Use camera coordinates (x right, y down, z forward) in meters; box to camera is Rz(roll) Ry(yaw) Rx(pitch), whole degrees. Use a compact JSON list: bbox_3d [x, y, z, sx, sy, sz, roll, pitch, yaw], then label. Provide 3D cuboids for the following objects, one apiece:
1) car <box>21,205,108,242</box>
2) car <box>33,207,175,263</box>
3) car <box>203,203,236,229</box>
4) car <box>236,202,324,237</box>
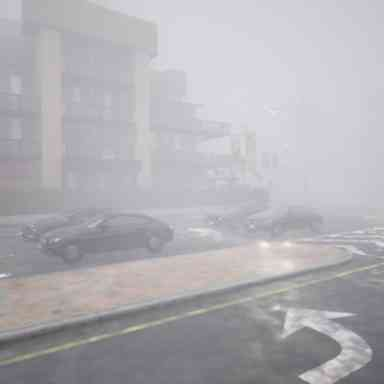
[{"bbox_3d":[-4.788,1.383,14.615,4.892,1.490,1.837,-1,1,-34],"label":"car"},{"bbox_3d":[-2.825,1.421,11.726,4.674,1.442,1.812,-1,1,-34],"label":"car"},{"bbox_3d":[3.303,1.314,20.044,5.357,1.411,2.033,-1,1,-33],"label":"car"},{"bbox_3d":[4.721,1.317,16.780,4.674,1.442,1.812,-1,1,-34],"label":"car"}]
